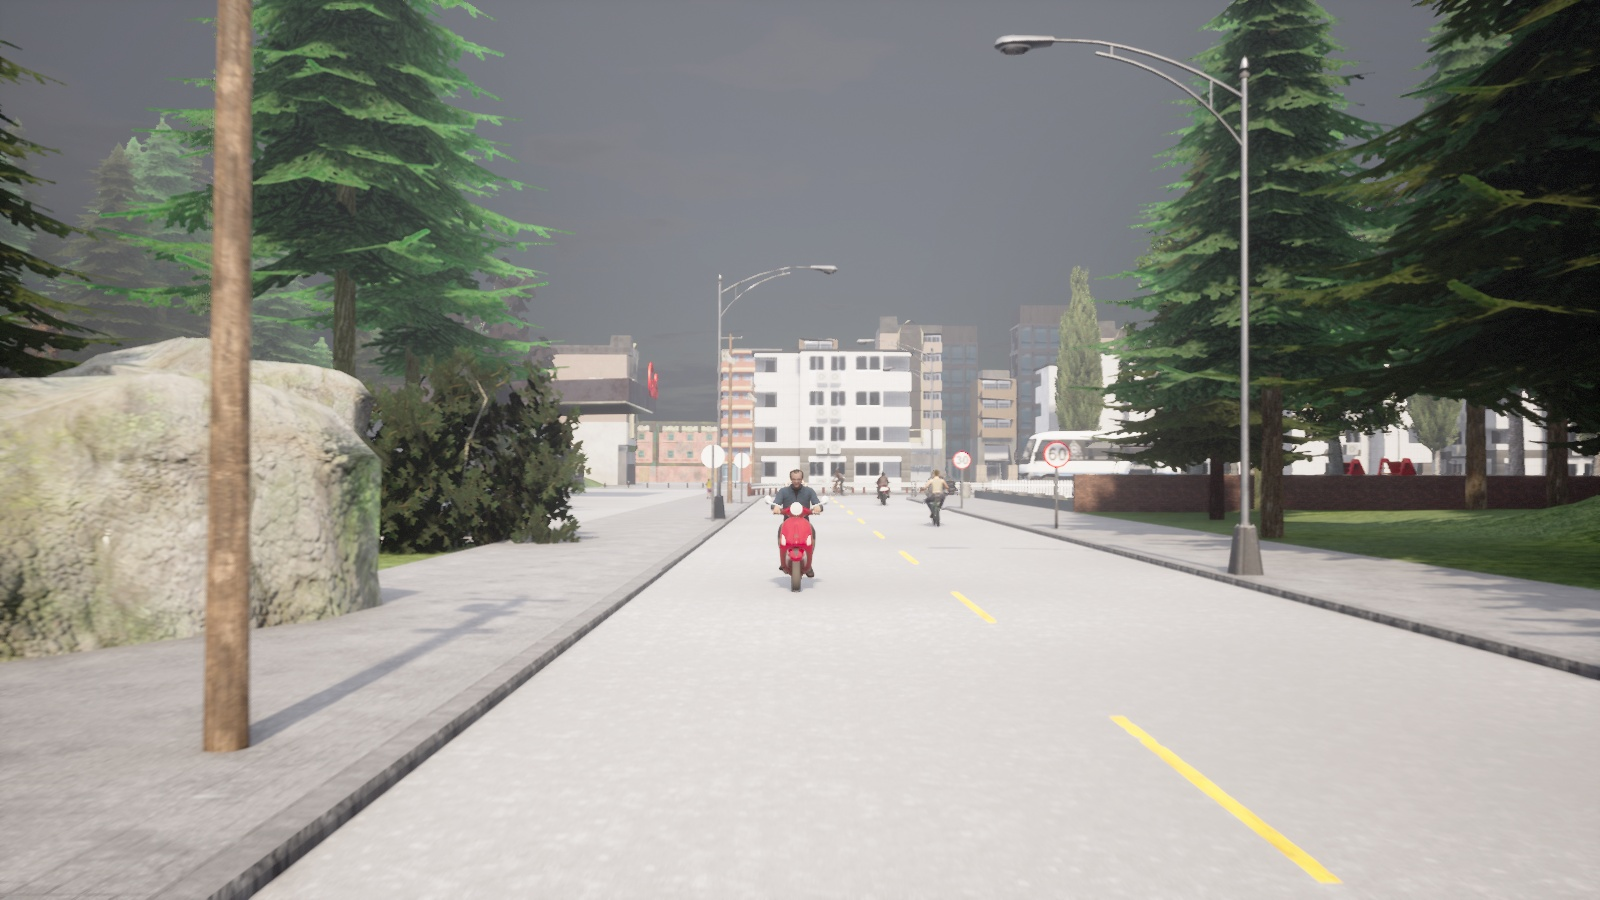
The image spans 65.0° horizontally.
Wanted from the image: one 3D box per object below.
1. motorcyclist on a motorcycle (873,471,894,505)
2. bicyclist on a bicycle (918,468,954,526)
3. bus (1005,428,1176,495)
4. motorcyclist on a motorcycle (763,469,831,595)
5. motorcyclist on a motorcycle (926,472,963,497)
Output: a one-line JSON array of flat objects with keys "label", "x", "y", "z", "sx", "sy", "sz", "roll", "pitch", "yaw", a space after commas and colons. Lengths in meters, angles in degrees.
[{"label": "motorcyclist on a motorcycle", "x": 3.819, "y": 1.748, "z": 57.758, "sx": 0.797, "sy": 1.523, "sz": 2.044, "roll": 0, "pitch": -1, "yaw": 0}, {"label": "bicyclist on a bicycle", "x": 3.896, "y": 1.339, "z": 36.073, "sx": 0.866, "sy": 1.612, "sz": 1.509, "roll": 0, "pitch": -1, "yaw": 0}, {"label": "bus", "x": 18.947, "y": 0.742, "z": 82.431, "sx": 10.273, "sy": 4.253, "sz": 3.944, "roll": 0, "pitch": -1, "yaw": 0}, {"label": "motorcyclist on a motorcycle", "x": -0.040, "y": 1.049, "z": 16.791, "sx": 0.866, "sy": 1.590, "sz": 1.817, "roll": 0, "pitch": -1, "yaw": 0}, {"label": "motorcyclist on a motorcycle", "x": 8.949, "y": 2.116, "z": 77.707, "sx": 2.191, "sy": 1.530, "sz": 0.866, "roll": 0, "pitch": 0, "yaw": -27}]
